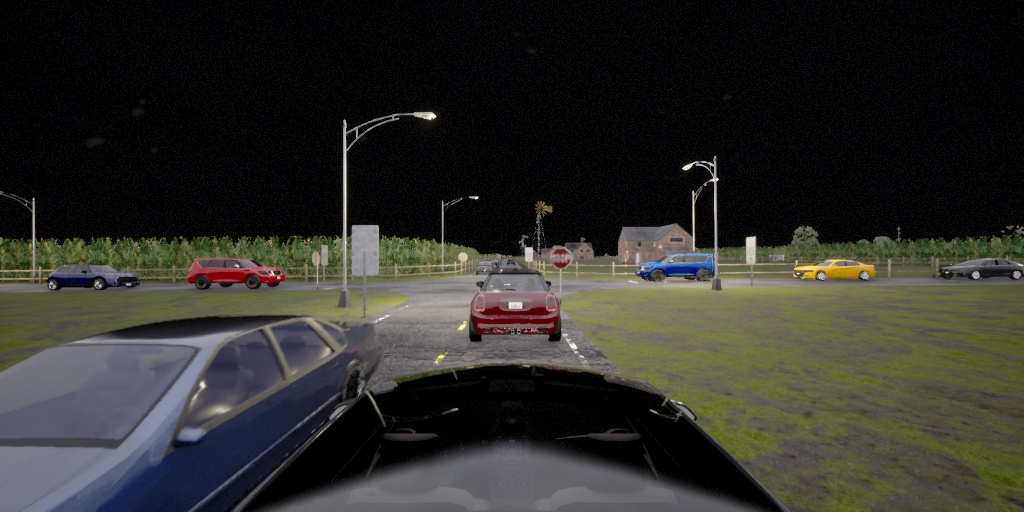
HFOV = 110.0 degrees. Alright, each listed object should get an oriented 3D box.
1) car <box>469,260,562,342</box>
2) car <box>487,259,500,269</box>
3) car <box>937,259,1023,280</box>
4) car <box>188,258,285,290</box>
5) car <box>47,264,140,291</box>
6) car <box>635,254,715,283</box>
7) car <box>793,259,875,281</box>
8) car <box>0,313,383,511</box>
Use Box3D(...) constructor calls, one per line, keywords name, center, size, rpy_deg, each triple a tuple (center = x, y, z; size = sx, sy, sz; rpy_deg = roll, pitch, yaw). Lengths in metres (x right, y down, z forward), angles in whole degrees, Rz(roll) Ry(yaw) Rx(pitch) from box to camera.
Box3D(name="car", center=(0.058, 1.103, 9.955), size=(2.097, 1.767, 4.553), rpy_deg=(0, 0, -1))
Box3D(name="car", center=(-3.021, 1.299, 59.742), size=(1.837, 1.490, 4.892), rpy_deg=(0, 0, 0))
Box3D(name="car", center=(34.234, 0.947, 26.201), size=(4.892, 1.490, 1.837), rpy_deg=(-1, 0, 0))
Box3D(name="car", center=(-18.348, 1.126, 23.985), size=(5.566, 2.045, 2.150), rpy_deg=(-1, 0, 1))
Box3D(name="car", center=(-28.002, 1.345, 24.119), size=(4.553, 1.767, 2.097), rpy_deg=(-1, 0, 1))
Box3D(name="car", center=(12.068, 0.865, 26.445), size=(5.566, 2.045, 2.150), rpy_deg=(0, 0, -1))
Box3D(name="car", center=(23.563, 1.015, 26.353), size=(5.008, 1.535, 1.882), rpy_deg=(0, 0, 1))
Box3D(name="car", center=(-2.853, 1.298, 3.143), size=(2.033, 1.411, 5.357), rpy_deg=(0, 0, 0))
